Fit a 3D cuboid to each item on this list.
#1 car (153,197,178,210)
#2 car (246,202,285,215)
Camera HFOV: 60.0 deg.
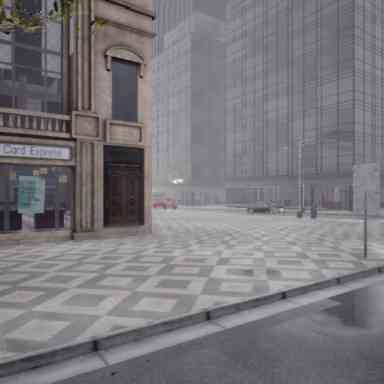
[{"bbox_3d":[-4.655,1.952,56.634,2.150,2.045,5.566,0,-1,-35],"label":"car"},{"bbox_3d":[8.358,1.881,38.046,2.128,1.511,4.902,0,-1,-35],"label":"car"}]
